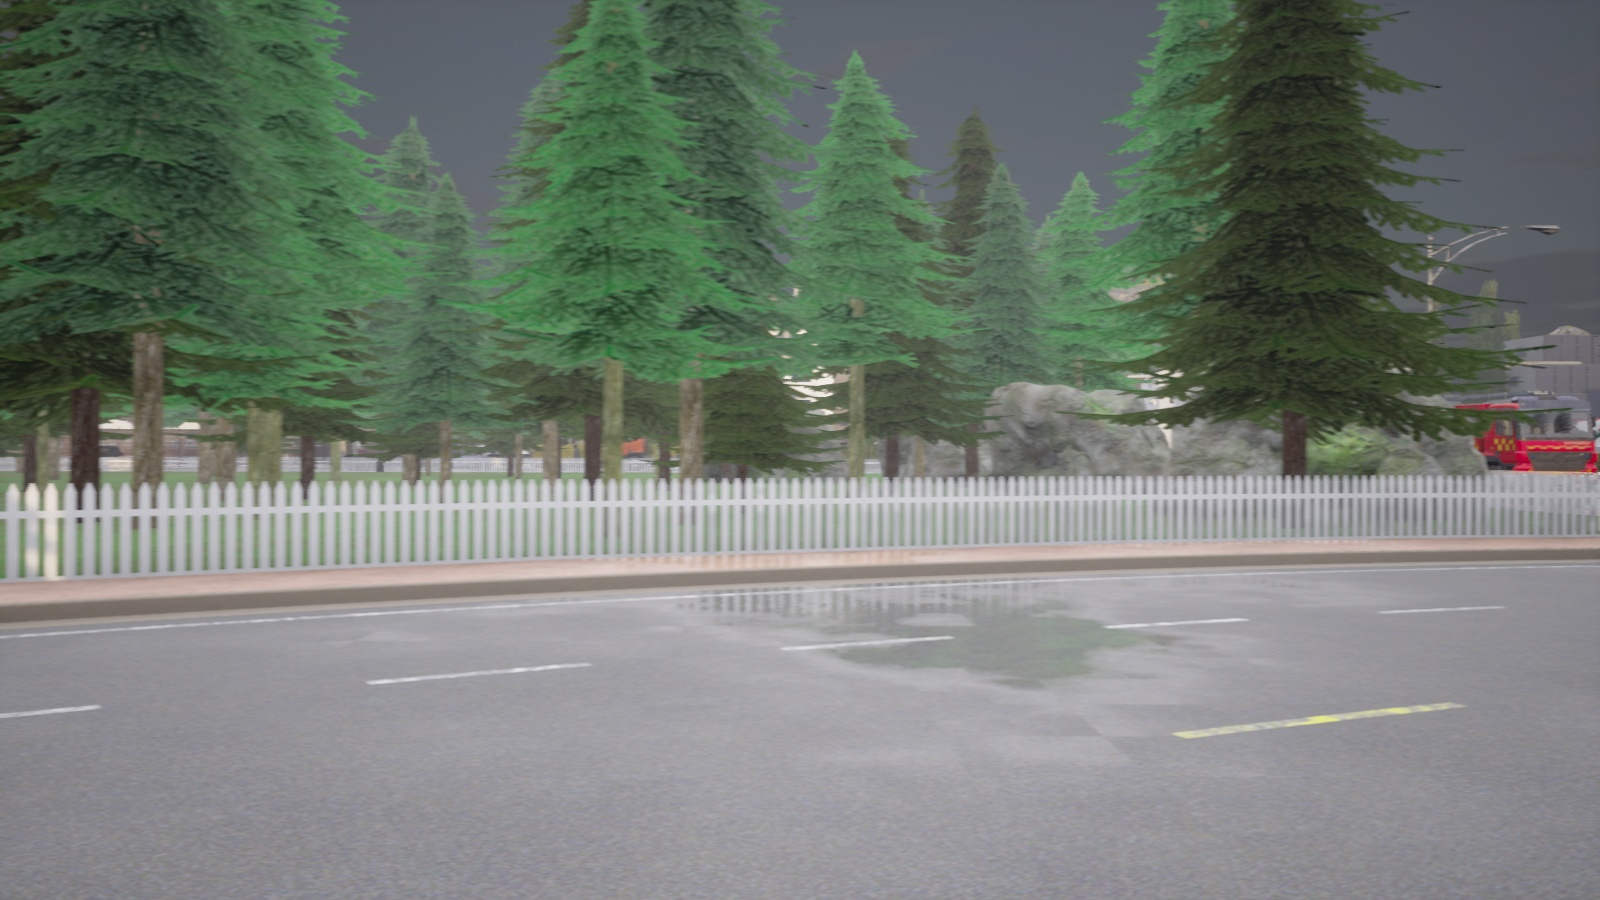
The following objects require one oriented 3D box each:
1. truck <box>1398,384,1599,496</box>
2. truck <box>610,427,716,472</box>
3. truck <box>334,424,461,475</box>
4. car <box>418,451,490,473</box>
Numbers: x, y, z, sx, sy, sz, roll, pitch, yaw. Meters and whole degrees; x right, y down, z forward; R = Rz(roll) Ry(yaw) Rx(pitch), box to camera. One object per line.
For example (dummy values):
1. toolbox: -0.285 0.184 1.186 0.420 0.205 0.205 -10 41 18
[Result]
1. truck: 25.911 -0.334 46.992 2.891 3.827 8.468 0 0 -1
2. truck: -10.588 -0.026 97.489 7.936 3.462 2.891 0 0 0
3. truck: -27.835 -0.016 87.065 7.936 3.462 2.891 0 0 0
4. car: -25.886 0.903 94.055 4.856 1.649 2.033 0 0 0
